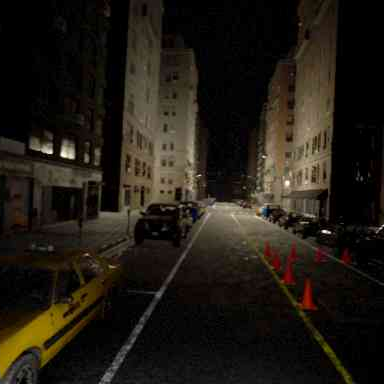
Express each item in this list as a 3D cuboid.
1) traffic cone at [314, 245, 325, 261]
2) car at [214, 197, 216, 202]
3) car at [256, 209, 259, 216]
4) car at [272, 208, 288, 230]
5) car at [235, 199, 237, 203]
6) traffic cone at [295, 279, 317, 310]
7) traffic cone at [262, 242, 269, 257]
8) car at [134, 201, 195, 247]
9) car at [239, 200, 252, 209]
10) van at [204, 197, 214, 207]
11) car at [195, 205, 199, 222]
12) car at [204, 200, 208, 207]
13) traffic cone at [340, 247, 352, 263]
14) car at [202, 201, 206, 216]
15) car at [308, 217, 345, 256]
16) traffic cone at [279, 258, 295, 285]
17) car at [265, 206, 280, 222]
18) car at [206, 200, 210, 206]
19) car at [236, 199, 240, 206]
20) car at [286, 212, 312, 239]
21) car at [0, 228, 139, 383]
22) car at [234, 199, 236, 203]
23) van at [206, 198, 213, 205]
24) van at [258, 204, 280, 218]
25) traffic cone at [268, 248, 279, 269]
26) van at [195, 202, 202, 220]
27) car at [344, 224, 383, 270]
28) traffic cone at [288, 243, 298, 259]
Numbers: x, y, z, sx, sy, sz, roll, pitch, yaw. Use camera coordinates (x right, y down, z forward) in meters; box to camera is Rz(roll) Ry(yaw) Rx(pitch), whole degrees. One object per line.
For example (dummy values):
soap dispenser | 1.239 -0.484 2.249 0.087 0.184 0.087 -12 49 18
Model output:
traffic cone | 4.974 2.361 12.953 0.340 0.580 0.340 3 -1 5
car | 4.219 2.438 82.659 2.192 1.841 5.009 3 -1 5
car | 9.521 2.510 43.899 1.752 1.417 4.829 3 -1 5
car | 8.093 2.277 26.780 2.008 1.369 4.403 3 -1 5
car | 13.157 3.191 87.522 1.947 1.339 4.313 3 -1 5
traffic cone | 2.486 2.167 7.141 0.340 0.580 0.340 3 -1 5
traffic cone | 2.984 2.262 13.120 0.340 0.580 0.340 3 -1 5
car | -1.322 1.438 16.187 2.192 1.841 5.009 3 -1 5
car | 11.771 2.825 70.828 1.967 1.590 4.097 3 -1 5
van | 3.289 2.302 71.526 1.690 1.788 3.998 3 -1 5
car | -0.863 1.763 21.832 2.008 1.369 4.403 3 -1 5
car | 0.536 1.998 38.609 1.752 1.417 4.829 3 -1 5
traffic cone | 5.970 2.411 12.869 0.340 0.580 0.340 3 -1 5
car | 0.065 1.913 32.959 1.752 1.417 4.829 3 -1 5
car | 7.152 2.112 15.483 1.947 1.339 4.313 3 -1 5
traffic cone | 2.652 2.198 9.134 0.340 0.580 0.340 3 -1 5
car | 8.563 2.395 32.429 1.802 1.307 4.206 3 -1 5
car | 1.020 2.110 44.424 2.008 1.369 4.403 3 -1 5
car | 12.705 2.861 81.960 2.192 1.841 5.009 3 -1 5
car | 7.622 2.202 21.131 1.947 1.339 4.313 3 -1 5
car | -2.288 1.465 4.719 1.752 1.417 4.829 3 -1 5
car | 13.622 3.251 93.088 2.008 1.369 4.403 3 -1 5
van | 4.682 2.542 88.224 1.690 1.788 3.998 3 -1 5
van | 9.046 2.240 38.082 1.690 1.788 3.998 3 -1 5
traffic cone | 2.818 2.230 11.127 0.340 0.580 0.340 3 -1 5
van | -0.383 1.644 27.482 1.690 1.788 3.998 3 -1 5
car | 6.693 1.771 9.836 2.192 1.841 5.009 3 -1 5
traffic cone | 3.979 2.312 13.036 0.340 0.580 0.340 3 -1 5
